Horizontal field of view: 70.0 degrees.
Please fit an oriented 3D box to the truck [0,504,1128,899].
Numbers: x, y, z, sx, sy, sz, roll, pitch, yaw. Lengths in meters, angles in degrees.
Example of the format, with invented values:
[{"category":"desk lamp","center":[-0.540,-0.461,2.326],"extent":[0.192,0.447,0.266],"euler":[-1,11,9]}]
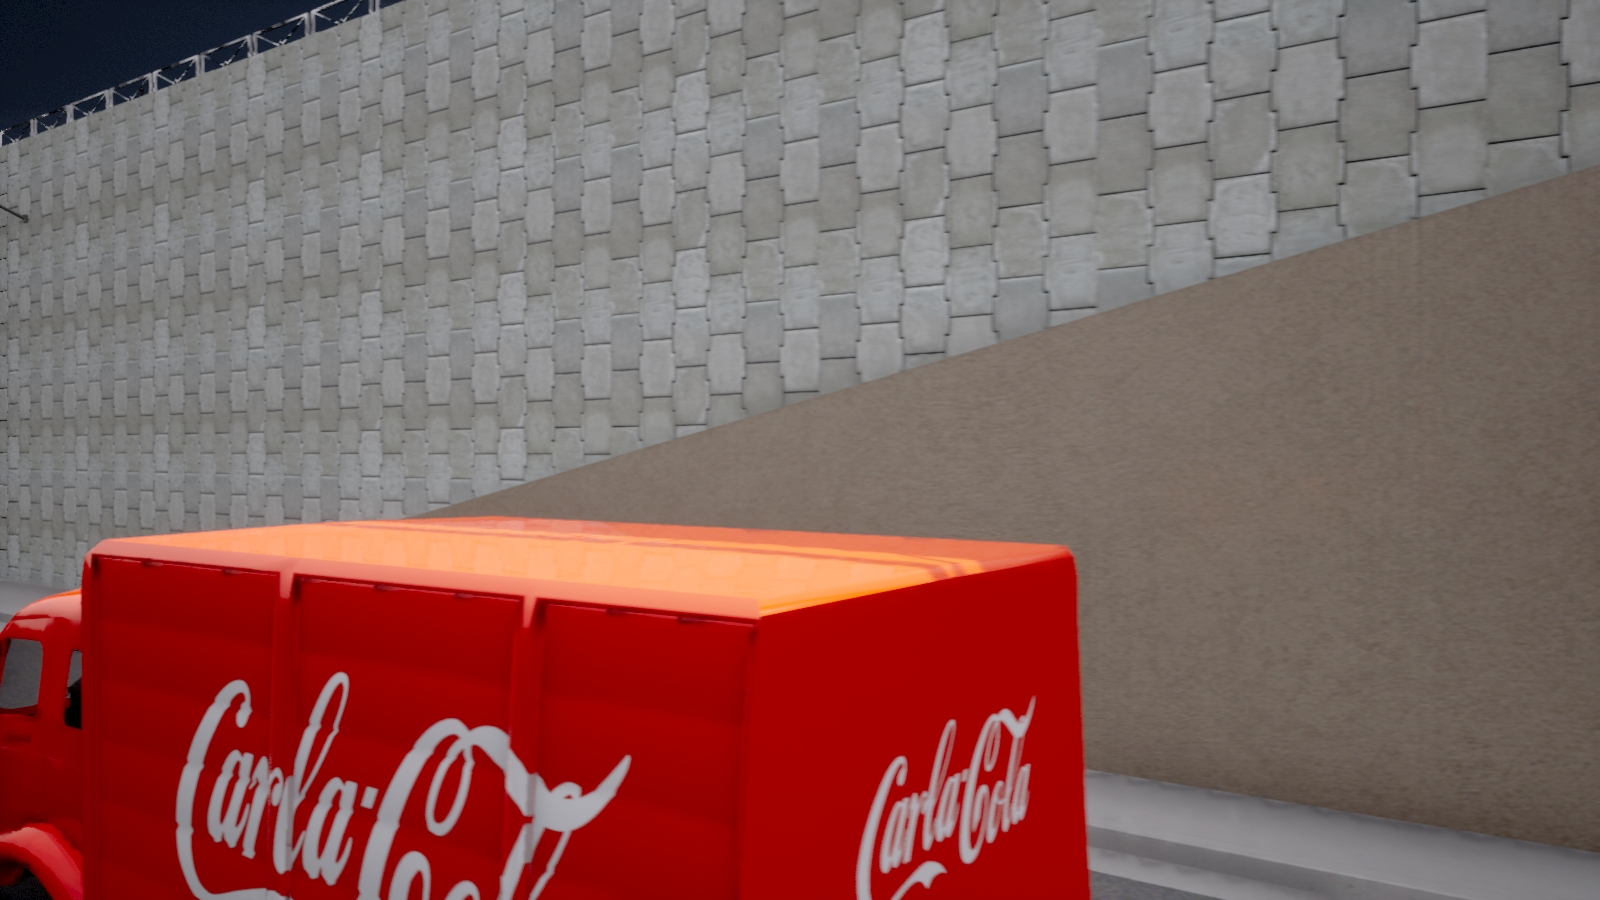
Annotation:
[{"category":"truck","center":[-1.598,1.564,4.911],"extent":[5.204,2.467,2.627],"euler":[-1,0,35]}]
